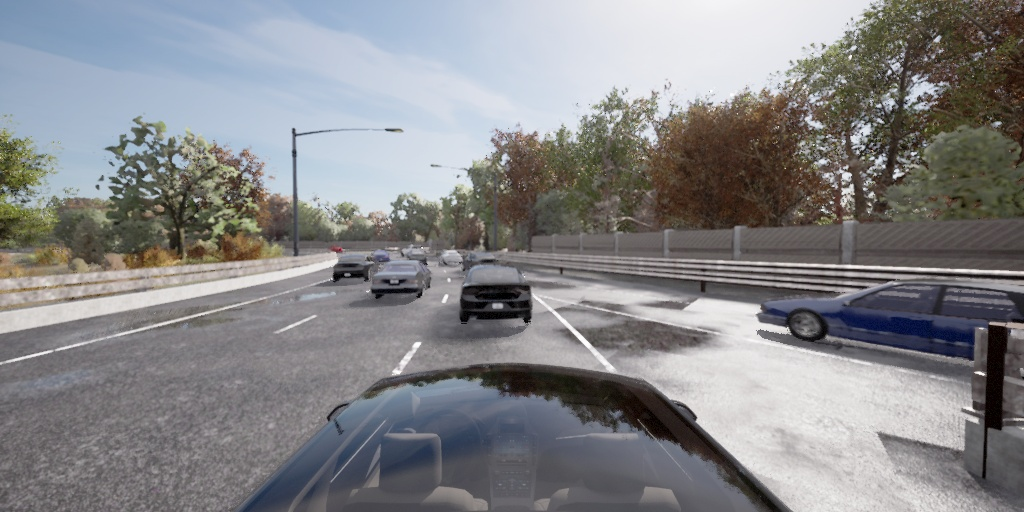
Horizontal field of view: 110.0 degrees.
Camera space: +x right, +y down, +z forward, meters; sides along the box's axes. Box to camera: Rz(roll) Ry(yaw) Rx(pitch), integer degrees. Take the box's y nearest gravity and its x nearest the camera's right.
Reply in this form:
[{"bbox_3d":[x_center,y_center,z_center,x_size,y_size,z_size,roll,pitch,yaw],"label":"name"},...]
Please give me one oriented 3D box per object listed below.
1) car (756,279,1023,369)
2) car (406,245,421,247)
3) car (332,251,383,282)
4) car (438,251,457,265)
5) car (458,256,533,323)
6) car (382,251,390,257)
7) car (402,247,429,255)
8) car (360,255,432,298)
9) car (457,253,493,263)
[{"bbox_3d":[7.810,1.136,6.596,2.033,1.411,5.357,-1,2,-32],"label":"car"},{"bbox_3d":[-16.447,-0.763,59.062,2.150,2.045,5.566,-1,2,-32],"label":"car"},{"bbox_3d":[-9.163,0.667,21.306,1.837,1.490,4.892,0,2,-11],"label":"car"},{"bbox_3d":[-6.570,0.168,38.107,1.812,1.442,4.674,-1,2,-19],"label":"car"},{"bbox_3d":[-0.568,0.946,10.935,1.882,1.535,5.008,0,2,-5],"label":"car"},{"bbox_3d":[-14.247,0.160,38.757,1.812,1.442,4.674,-1,2,-20],"label":"car"},{"bbox_3d":[-9.984,0.165,37.266,2.128,1.511,4.902,-1,2,-19],"label":"car"},{"bbox_3d":[-4.534,0.888,15.273,2.033,1.411,5.357,0,2,-8],"label":"car"},{"bbox_3d":[-2.460,0.490,26.762,1.837,1.490,4.892,-1,2,-21],"label":"car"}]
